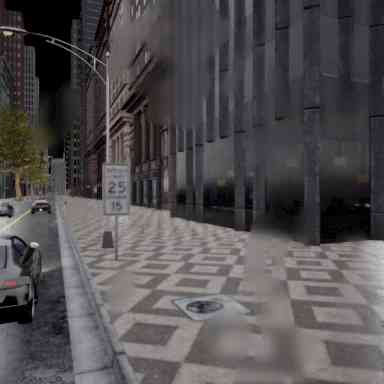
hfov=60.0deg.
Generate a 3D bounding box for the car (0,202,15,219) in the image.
[{"bbox_3d":[-16.777,1.585,29.091,1.994,1.385,4.181,0,0,-22],"label":"car"}]

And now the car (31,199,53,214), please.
[{"bbox_3d":[-16.084,1.535,35.598,1.837,1.490,4.892,0,0,-22],"label":"car"}]

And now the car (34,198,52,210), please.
[{"bbox_3d":[-20.123,1.597,45.195,2.033,1.411,5.357,0,0,-22],"label":"car"}]

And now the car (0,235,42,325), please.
[{"bbox_3d":[-4.169,1.569,6.740,1.994,1.385,4.181,0,0,-23],"label":"car"}]
